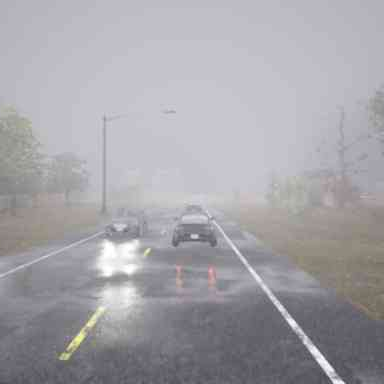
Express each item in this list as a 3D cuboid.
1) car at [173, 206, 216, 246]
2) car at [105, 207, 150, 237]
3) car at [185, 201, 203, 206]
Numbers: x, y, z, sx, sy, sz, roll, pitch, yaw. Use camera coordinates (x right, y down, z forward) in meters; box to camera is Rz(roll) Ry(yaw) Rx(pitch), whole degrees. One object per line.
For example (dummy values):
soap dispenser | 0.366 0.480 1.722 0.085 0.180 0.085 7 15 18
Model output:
car | 0.117 1.618 15.654 1.812 1.442 4.674 0 0 0
car | -3.555 1.601 18.924 2.128 1.511 4.902 0 0 0
car | 0.224 1.746 37.530 1.812 1.442 4.674 0 0 0
